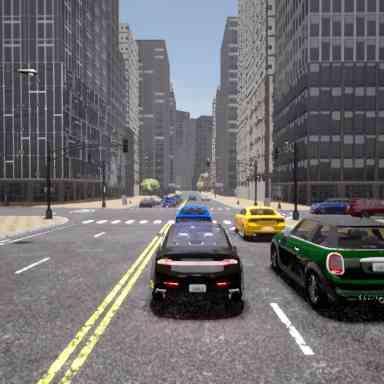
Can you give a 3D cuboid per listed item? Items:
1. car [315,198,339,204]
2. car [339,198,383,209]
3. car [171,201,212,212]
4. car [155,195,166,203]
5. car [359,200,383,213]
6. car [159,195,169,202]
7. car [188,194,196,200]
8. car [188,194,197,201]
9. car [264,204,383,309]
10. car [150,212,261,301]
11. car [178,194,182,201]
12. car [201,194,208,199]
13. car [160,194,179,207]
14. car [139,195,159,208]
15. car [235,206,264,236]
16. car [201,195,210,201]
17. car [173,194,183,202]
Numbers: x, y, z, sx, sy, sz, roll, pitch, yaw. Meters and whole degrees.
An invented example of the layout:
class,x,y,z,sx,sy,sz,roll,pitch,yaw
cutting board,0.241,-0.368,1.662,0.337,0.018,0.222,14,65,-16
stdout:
class,x,y,z,sx,sy,sz,roll,pitch,yaw
car,14.917,1.448,35.200,4.553,1.767,2.097,1,1,1
car,16.229,1.516,29.396,5.009,1.841,2.192,1,0,1
car,0.120,1.467,17.815,1.882,1.535,5.008,0,0,1
car,-6.443,1.442,67.990,1.837,1.490,4.892,0,0,0
car,21.845,1.639,37.677,4.829,1.417,1.752,1,0,1
car,-6.426,1.476,77.969,1.994,1.385,4.181,0,0,0
car,0.088,1.259,90.619,2.128,1.511,4.902,0,0,0
car,0.078,1.266,80.587,2.097,1.767,4.553,0,0,0
car,3.357,1.348,8.022,2.097,1.767,4.553,0,0,0
car,0.105,1.487,8.310,2.128,1.511,4.902,0,0,0
car,-3.269,1.514,58.255,1.994,1.385,4.181,0,0,1
car,3.338,1.329,90.646,1.895,1.301,4.718,0,0,0
car,-3.292,1.487,49.511,1.812,1.442,4.674,0,0,0
car,-6.538,1.509,49.082,2.033,1.411,5.357,0,0,0
car,3.365,1.467,17.201,1.882,1.535,5.008,0,0,0
car,3.329,1.506,80.644,1.895,1.301,4.718,0,0,0
car,-3.176,1.280,77.134,2.097,1.767,4.553,0,0,0
